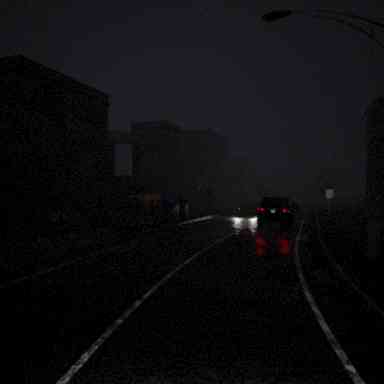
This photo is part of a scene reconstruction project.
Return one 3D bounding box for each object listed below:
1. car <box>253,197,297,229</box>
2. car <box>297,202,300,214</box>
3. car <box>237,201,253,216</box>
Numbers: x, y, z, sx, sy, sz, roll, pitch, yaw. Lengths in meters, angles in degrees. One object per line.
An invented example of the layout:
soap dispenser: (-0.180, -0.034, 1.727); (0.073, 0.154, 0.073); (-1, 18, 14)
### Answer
car: (5.986, 1.370, 23.436); (2.150, 2.045, 5.566); (1, -1, 19)
car: (11.843, 1.751, 39.747); (1.882, 1.535, 5.008); (1, 0, 20)
car: (5.935, 1.655, 34.273); (1.882, 1.535, 5.008); (1, 0, 20)
